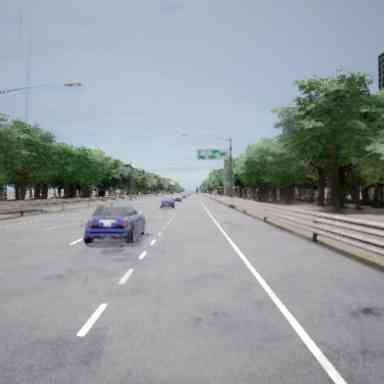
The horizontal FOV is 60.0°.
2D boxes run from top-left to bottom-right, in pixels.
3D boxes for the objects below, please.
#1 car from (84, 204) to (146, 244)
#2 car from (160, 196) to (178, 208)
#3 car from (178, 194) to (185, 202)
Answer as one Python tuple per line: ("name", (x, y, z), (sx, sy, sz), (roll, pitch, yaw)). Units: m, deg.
("car", (-3.487, 1.355, 15.876), (2.097, 1.767, 4.553), (0, 0, 0))
("car", (-3.380, 1.528, 47.446), (1.812, 1.442, 4.674), (0, 0, 0))
("car", (-3.207, 1.571, 76.677), (1.895, 1.301, 4.718), (0, 0, 0))
